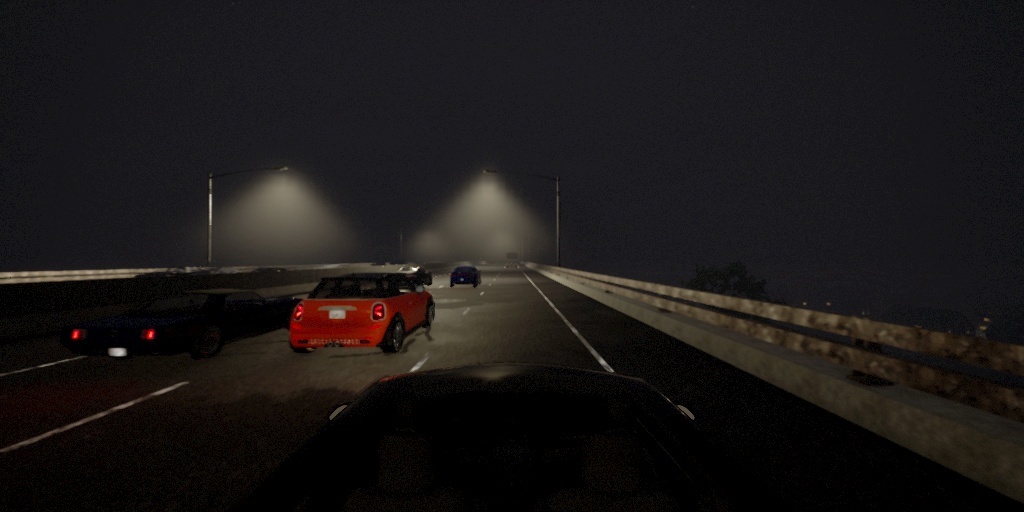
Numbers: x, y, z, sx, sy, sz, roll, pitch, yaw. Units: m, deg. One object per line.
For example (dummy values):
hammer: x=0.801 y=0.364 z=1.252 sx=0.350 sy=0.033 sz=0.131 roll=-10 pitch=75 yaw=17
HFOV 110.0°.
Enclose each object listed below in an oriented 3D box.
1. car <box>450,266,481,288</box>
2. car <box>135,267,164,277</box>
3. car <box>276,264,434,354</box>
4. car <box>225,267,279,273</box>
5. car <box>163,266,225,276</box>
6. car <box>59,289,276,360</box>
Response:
car: x=-3.404 y=1.489 z=26.920 sx=1.882 sy=1.535 sz=5.008 roll=0 pitch=-1 yaw=0
car: x=-24.596 y=1.497 z=26.211 sx=2.128 sy=1.511 sz=4.902 roll=0 pitch=-1 yaw=0
car: x=-3.406 y=1.180 z=9.117 sx=2.097 sy=1.767 sz=4.553 roll=0 pitch=-1 yaw=0
car: x=-17.606 y=1.525 z=25.719 sx=1.812 sy=1.442 sz=4.674 roll=0 pitch=-1 yaw=0
car: x=-21.100 y=1.546 z=25.587 sx=2.033 sy=1.411 sz=5.357 roll=0 pitch=-1 yaw=0
car: x=-6.904 y=1.423 z=8.510 sx=1.895 sy=1.301 sz=4.718 roll=0 pitch=-1 yaw=0
